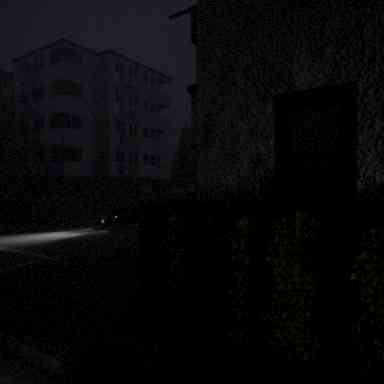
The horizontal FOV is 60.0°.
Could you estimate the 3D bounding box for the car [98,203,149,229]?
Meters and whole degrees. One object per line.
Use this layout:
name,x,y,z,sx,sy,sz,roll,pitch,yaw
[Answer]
car,-3.929,1.489,21.903,2.128,1.511,4.902,0,0,35
